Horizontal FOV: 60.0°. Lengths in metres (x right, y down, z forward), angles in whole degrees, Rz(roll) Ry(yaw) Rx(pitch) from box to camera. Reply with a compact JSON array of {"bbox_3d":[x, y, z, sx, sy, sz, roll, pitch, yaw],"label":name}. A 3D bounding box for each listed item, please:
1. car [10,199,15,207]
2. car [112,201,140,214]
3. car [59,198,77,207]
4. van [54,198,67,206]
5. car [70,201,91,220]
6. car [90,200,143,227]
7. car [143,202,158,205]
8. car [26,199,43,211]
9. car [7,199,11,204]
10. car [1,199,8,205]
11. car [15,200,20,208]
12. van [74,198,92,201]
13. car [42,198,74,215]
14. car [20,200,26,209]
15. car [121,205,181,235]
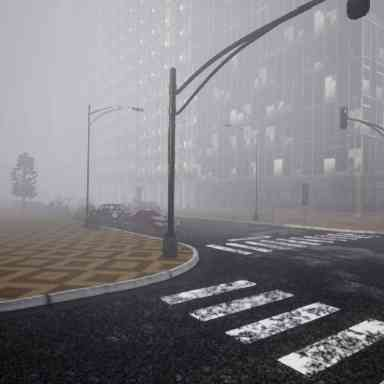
[{"bbox_3d":[-31.589,2.122,61.269,2.008,1.369,4.403,1,-1,-35],"label":"car"},{"bbox_3d":[-8.536,1.974,42.919,1.752,1.417,4.829,1,-1,-35],"label":"car"},{"bbox_3d":[-24.720,2.035,66.072,2.192,1.841,5.009,1,-1,-35],"label":"car"},{"bbox_3d":[-27.977,2.116,70.730,1.690,1.788,3.998,1,-1,-35],"label":"van"},{"bbox_3d":[-8.696,1.713,28.525,1.752,1.417,4.829,1,-1,-35],"label":"car"},{"bbox_3d":[-5.537,1.574,24.007,1.967,1.590,4.097,1,-1,-35],"label":"car"},{"bbox_3d":[-5.182,1.832,38.123,1.967,1.590,4.097,1,-1,-35],"label":"car"},{"bbox_3d":[-21.820,1.958,47.295,2.008,1.369,4.403,1,-1,-35],"label":"car"},{"bbox_3d":[-34.845,2.208,65.927,1.802,1.307,4.206,1,-1,-35],"label":"car"},{"bbox_3d":[-41.358,2.286,75.243,2.008,1.369,4.403,1,-1,-35],"label":"car"},{"bbox_3d":[-28.332,2.062,56.612,1.887,1.381,4.507,1,-1,-35],"label":"car"},{"bbox_3d":[-18.207,1.952,56.756,1.690,1.788,3.998,1,-1,-35],"label":"van"},{"bbox_3d":[-15.307,1.738,37.981,1.967,1.590,4.097,1,-1,-35],"label":"car"},{"bbox_3d":[-25.076,2.028,51.953,1.947,1.339,4.313,1,-1,-35],"label":"car"},{"bbox_3d":[-2.281,1.662,19.348,1.802,1.307,4.206,1,-1,-35],"label":"car"}]
